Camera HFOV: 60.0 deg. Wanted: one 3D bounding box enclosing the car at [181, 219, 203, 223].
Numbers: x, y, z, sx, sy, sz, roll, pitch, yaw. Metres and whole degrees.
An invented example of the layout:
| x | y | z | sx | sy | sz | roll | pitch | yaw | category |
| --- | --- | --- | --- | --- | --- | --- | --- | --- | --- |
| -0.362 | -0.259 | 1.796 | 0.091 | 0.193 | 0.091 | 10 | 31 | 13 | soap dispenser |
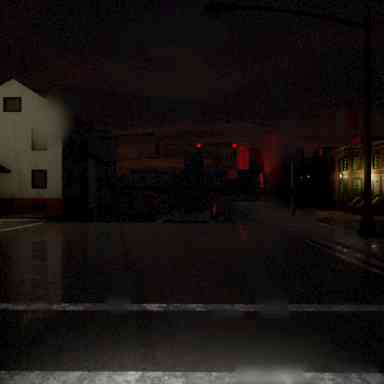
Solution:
| x | y | z | sx | sy | sz | roll | pitch | yaw | category |
| --- | --- | --- | --- | --- | --- | --- | --- | --- | --- |
| -0.001 | 5.205 | 43.894 | 2.150 | 2.045 | 5.566 | 0 | -14 | 0 | car |
